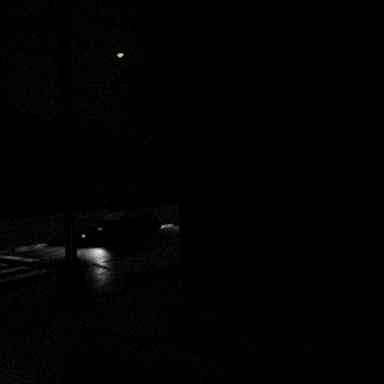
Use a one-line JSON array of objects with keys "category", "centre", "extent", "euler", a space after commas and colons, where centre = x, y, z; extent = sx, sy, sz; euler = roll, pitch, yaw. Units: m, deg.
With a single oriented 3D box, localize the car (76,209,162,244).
[{"category": "car", "centre": [-3.390, 1.576, 16.258], "extent": [1.812, 1.442, 4.674], "euler": [-4, -1, 34]}]
